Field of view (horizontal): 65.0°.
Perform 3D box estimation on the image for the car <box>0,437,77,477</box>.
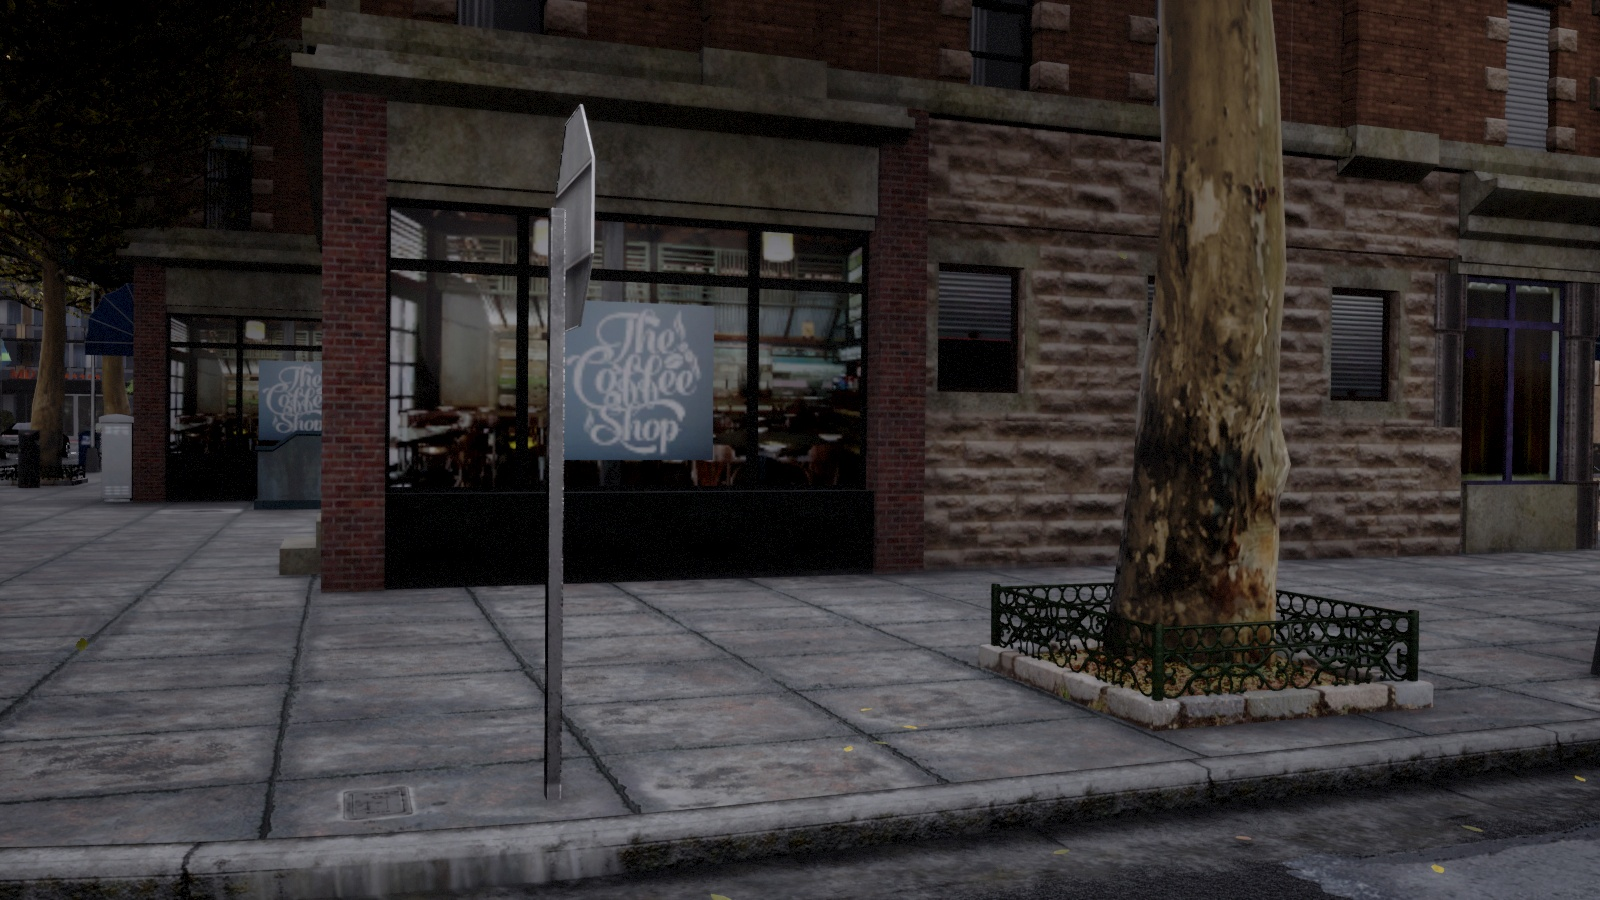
[{"bbox_3d":[-31.482,0.253,51.732,2.128,1.511,4.902,-1,1,-20],"label":"car"}]
